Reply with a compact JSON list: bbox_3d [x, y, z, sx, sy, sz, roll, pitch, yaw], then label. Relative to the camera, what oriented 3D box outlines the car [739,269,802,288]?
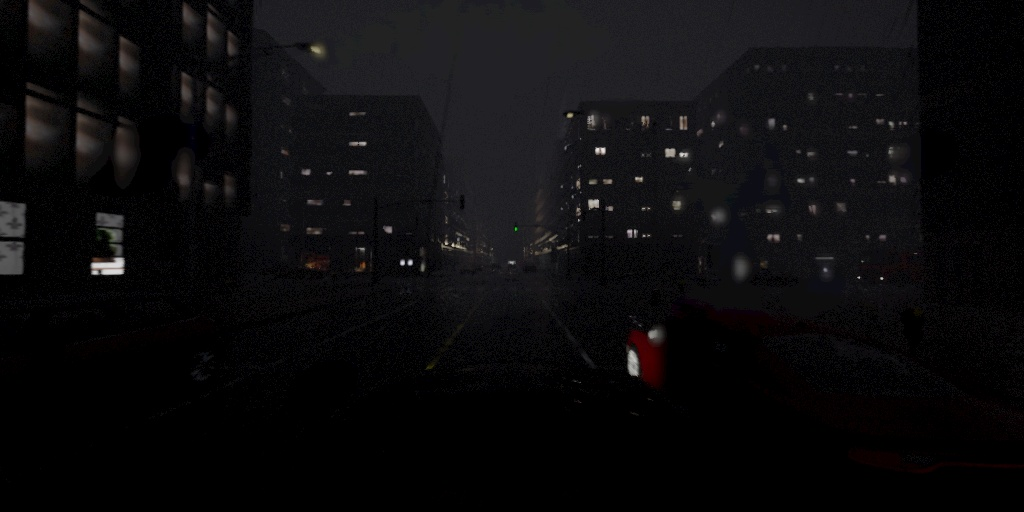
[{"bbox_3d":[20.825,1.751,28.781,4.097,1.591,1.967,0,0,0],"label":"car"}]

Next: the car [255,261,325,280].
[{"bbox_3d":[-17.272,1.254,28.452,4.507,1.381,1.888,0,0,0],"label":"car"}]

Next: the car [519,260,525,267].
[{"bbox_3d":[2.670,1.719,58.630,1.967,1.591,4.097,0,0,0],"label":"car"}]

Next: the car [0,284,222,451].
[{"bbox_3d":[-5.690,1.211,4.071,1.967,1.591,4.097,0,0,0],"label":"car"}]

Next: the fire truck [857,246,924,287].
[{"bbox_3d":[38.705,1.037,34.621,8.468,3.827,2.891,1,-1,0],"label":"fire truck"}]

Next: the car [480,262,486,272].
[{"bbox_3d":[-5.711,1.824,58.641,1.888,1.381,4.507,0,0,0],"label":"car"}]

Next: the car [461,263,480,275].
[{"bbox_3d":[-5.706,1.701,47.425,1.751,1.417,4.829,0,0,0],"label":"car"}]

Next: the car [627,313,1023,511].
[{"bbox_3d":[2.690,1.317,4.073,1.888,1.381,4.507,0,0,0],"label":"car"}]

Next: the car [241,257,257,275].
[{"bbox_3d":[-28.659,1.003,36.743,5.009,1.841,2.192,0,0,0],"label":"car"}]

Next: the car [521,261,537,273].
[{"bbox_3d":[2.672,1.773,53.107,1.888,1.381,4.507,0,0,0],"label":"car"}]
